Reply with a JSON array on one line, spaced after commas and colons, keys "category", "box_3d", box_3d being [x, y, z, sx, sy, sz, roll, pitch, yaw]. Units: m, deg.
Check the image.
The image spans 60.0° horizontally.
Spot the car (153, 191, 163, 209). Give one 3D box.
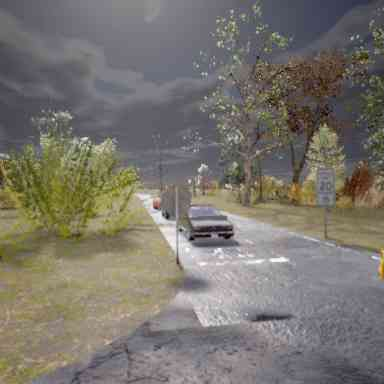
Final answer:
[{"category": "car", "box_3d": [-2.964, 0.830, 34.986, 2.097, 1.767, 4.553, -1, 1, -10]}]

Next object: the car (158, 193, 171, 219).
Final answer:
[{"category": "car", "box_3d": [-1.219, 1.105, 25.160, 1.882, 1.535, 5.008, -1, 1, -10]}]

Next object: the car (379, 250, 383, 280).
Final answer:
[{"category": "car", "box_3d": [5.315, 1.380, 5.284, 1.882, 1.535, 5.008, -1, 1, -10]}]

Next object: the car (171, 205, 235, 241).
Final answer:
[{"category": "car", "box_3d": [0.446, 1.320, 15.841, 2.033, 1.411, 5.357, -1, 1, -10]}]
